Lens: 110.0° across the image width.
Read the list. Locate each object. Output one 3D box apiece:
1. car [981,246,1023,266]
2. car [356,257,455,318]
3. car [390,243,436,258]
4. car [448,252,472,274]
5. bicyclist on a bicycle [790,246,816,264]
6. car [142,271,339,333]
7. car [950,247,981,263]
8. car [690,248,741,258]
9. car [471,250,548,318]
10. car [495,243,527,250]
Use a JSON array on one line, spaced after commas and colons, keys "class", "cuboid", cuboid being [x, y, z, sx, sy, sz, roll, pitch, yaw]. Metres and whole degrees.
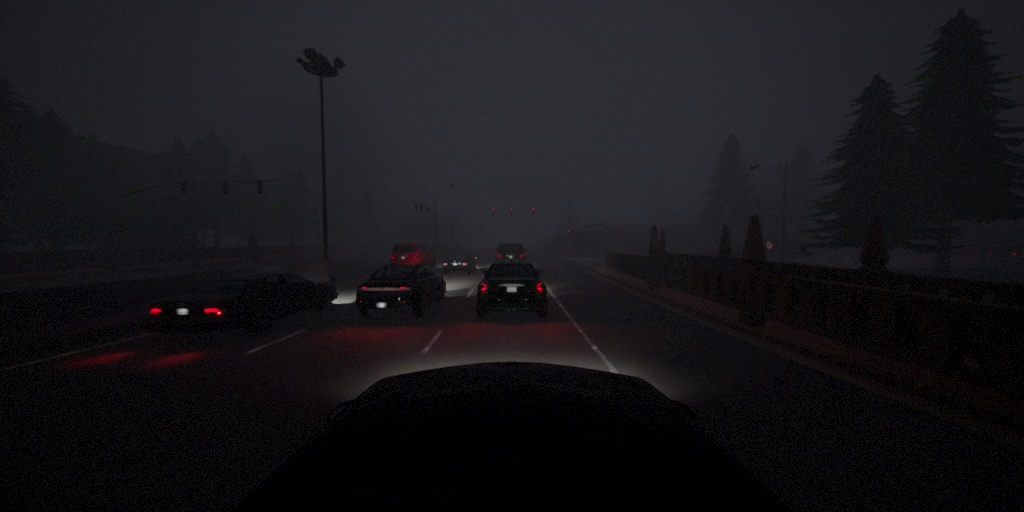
[{"class": "car", "cuboid": [44.480, -0.079, 30.986, 4.553, 1.767, 2.097, 0, 3, 2]}, {"class": "car", "cuboid": [-3.498, 1.005, 12.048, 2.128, 1.511, 4.902, 0, 3, 0]}, {"class": "car", "cuboid": [-7.067, 0.049, 25.993, 2.150, 2.045, 5.566, 0, 3, 0]}, {"class": "car", "cuboid": [-3.572, 0.422, 25.020, 2.033, 1.411, 5.357, 0, 3, 0]}, {"class": "bicyclist on a bicycle", "cuboid": [22.098, 0.058, 27.273, 0.582, 1.620, 1.656, -2, 3, -35]}, {"class": "car", "cuboid": [-7.009, 1.142, 10.150, 2.033, 1.411, 5.357, 0, 2, 0]}, {"class": "car", "cuboid": [45.017, -0.131, 34.472, 5.008, 1.535, 1.882, 0, 3, 2]}, {"class": "car", "cuboid": [21.746, -0.217, 38.670, 4.718, 1.301, 1.895, 0, 3, 2]}, {"class": "car", "cuboid": [0.004, 0.858, 12.185, 2.097, 1.767, 4.553, 0, 3, 0]}, {"class": "car", "cuboid": [-0.066, 0.043, 26.077, 2.150, 2.045, 5.566, 0, 3, 0]}]
